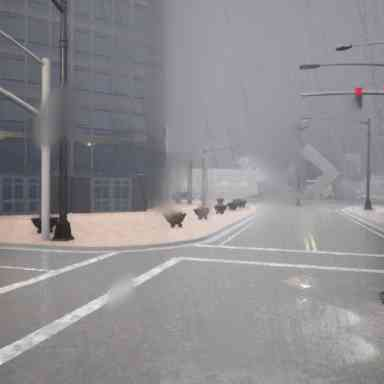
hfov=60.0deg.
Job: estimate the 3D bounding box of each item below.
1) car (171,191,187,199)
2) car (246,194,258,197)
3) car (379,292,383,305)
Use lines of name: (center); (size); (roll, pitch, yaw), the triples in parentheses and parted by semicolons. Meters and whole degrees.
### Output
car: (-2.909, 0.838, 90.223); (5.566, 2.045, 2.150); (0, 0, 11)
car: (17.640, 1.242, 93.284); (5.357, 1.411, 2.033); (0, 0, -25)
car: (5.665, 1.545, 4.428); (5.357, 1.411, 2.033); (0, 0, 17)
